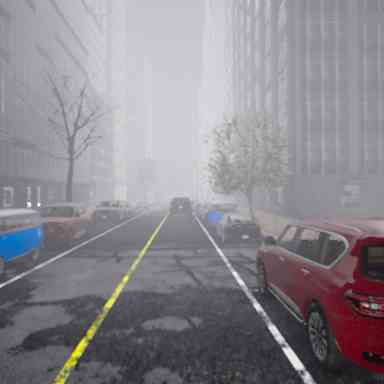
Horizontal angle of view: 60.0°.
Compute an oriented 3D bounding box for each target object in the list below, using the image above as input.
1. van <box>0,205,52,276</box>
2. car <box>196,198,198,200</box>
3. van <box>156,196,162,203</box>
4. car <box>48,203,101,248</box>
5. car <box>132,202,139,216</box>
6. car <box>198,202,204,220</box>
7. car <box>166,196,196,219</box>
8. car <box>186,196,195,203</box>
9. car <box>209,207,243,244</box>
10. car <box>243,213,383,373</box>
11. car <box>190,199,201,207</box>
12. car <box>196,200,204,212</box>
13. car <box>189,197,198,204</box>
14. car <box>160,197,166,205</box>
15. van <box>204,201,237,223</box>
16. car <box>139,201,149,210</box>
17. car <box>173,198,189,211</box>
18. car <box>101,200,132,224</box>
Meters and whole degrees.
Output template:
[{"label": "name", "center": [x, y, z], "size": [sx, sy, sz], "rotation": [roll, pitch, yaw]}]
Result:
[{"label": "van", "center": [-6.017, 1.457, 10.148], "size": [1.690, 1.788, 3.998], "rotation": [-1, 0, -2]}, {"label": "car", "center": [1.180, 1.873, 44.595], "size": [2.008, 1.369, 4.403], "rotation": [-1, 0, -2]}, {"label": "van", "center": [-8.773, 2.038, 89.869], "size": [1.690, 1.788, 3.998], "rotation": [-1, 0, -2]}, {"label": "car", "center": [-6.214, 1.475, 15.842], "size": [2.192, 1.841, 5.009], "rotation": [-1, 0, -2]}, {"label": "car", "center": [-6.803, 1.730, 32.924], "size": [1.967, 1.590, 4.097], "rotation": [-1, 0, -2]}, {"label": "car", "center": [1.771, 1.761, 27.513], "size": [1.947, 1.339, 4.313], "rotation": [-1, 0, -2]}, {"label": "car", "center": [-1.036, 1.469, 32.169], "size": [2.150, 2.045, 5.566], "rotation": [0, 0, -1]}, {"label": "car", "center": [-0.397, 1.960, 90.154], "size": [2.192, 1.841, 5.009], "rotation": [-1, 0, -2]}, {"label": "car", "center": [2.164, 1.659, 16.124], "size": [2.008, 1.369, 4.403], "rotation": [-1, 0, -2]}, {"label": "car", "center": [2.521, 1.343, 5.721], "size": [2.192, 1.841, 5.009], "rotation": [-1, 0, -2]}, {"label": "car", "center": [0.590, 2.014, 61.679], "size": [1.947, 1.339, 4.313], "rotation": [-1, 0, -2]}, {"label": "car", "center": [1.568, 1.764, 33.378], "size": [1.752, 1.417, 4.829], "rotation": [-1, 0, -2]}, {"label": "car", "center": [0.378, 2.031, 76.873], "size": [1.882, 1.535, 5.008], "rotation": [0, 0, -2]}, {"label": "car", "center": [-5.577, 2.154, 75.495], "size": [1.895, 1.301, 4.718], "rotation": [0, 0, -2]}, {"label": "van", "center": [1.965, 1.493, 21.820], "size": [1.690, 1.788, 3.998], "rotation": [-1, 0, -2]}, {"label": "car", "center": [-7.392, 1.999, 50.006], "size": [1.802, 1.307, 4.206], "rotation": [-1, 0, -2]}, {"label": "car", "center": [-1.546, 1.711, 47.205], "size": [2.097, 1.767, 4.553], "rotation": [0, 0, -2]}, {"label": "car", "center": [-6.608, 1.562, 27.231], "size": [2.192, 1.841, 5.009], "rotation": [-1, 0, -2]}]
